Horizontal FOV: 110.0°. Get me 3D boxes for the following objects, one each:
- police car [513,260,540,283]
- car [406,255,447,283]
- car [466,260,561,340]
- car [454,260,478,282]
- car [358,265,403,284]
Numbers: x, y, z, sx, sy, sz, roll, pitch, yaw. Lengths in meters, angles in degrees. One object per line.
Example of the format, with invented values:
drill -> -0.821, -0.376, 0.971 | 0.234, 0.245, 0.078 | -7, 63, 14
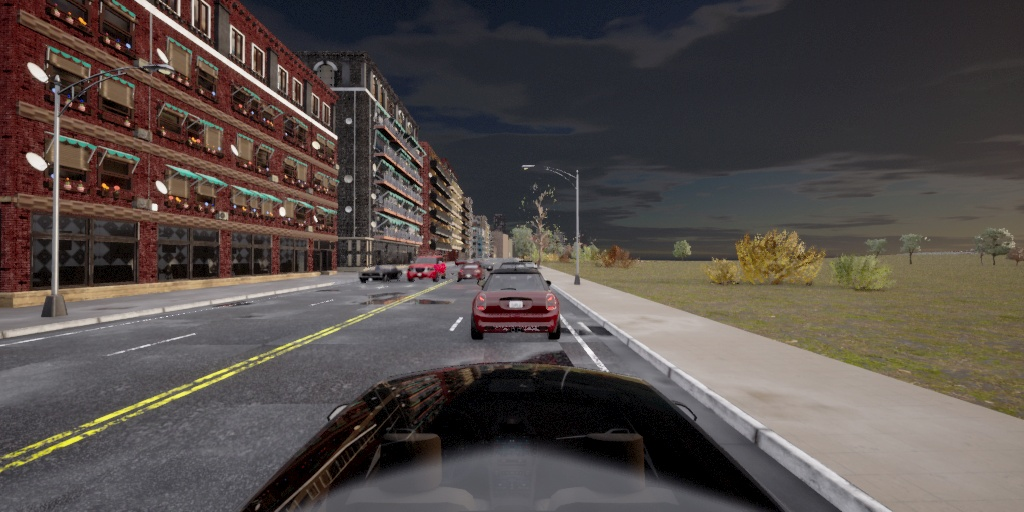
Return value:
police car -> 1.098, 1.179, 29.419 | 1.930, 1.638, 5.238 | 0, 0, 0
car -> -6.639, 0.975, 28.480 | 2.150, 2.045, 5.566 | 0, 0, 0
car -> 0.080, 1.103, 10.151 | 2.097, 1.767, 4.553 | 0, 0, 0
car -> -3.189, 1.279, 28.658 | 1.812, 1.442, 4.674 | 0, 0, 0
car -> -9.886, 1.354, 27.253 | 1.895, 1.301, 4.718 | 0, 0, 0
